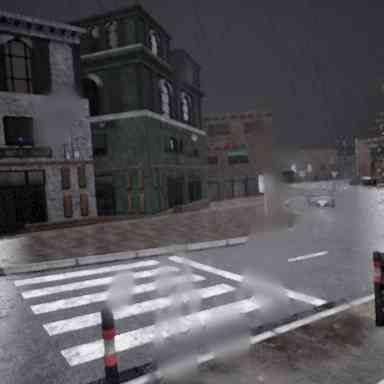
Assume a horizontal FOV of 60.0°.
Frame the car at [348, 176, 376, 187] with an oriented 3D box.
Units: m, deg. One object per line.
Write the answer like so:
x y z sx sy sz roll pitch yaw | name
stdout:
25.321 -1.566 49.761 1.882 1.535 5.008 -4 3 -6 | car

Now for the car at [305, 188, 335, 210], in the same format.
10.176 0.495 26.748 2.128 1.511 4.902 -3 3 16 | car
